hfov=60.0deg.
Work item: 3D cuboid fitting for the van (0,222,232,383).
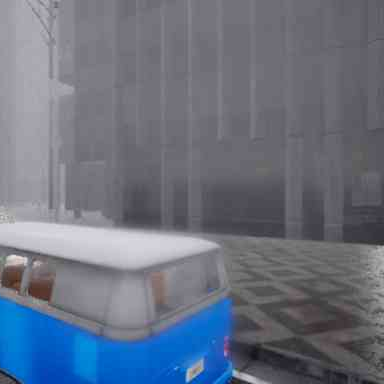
[{"bbox_3d":[-1.479,1.330,4.021,3.998,1.788,1.690,0,0,36],"label":"van"}]
